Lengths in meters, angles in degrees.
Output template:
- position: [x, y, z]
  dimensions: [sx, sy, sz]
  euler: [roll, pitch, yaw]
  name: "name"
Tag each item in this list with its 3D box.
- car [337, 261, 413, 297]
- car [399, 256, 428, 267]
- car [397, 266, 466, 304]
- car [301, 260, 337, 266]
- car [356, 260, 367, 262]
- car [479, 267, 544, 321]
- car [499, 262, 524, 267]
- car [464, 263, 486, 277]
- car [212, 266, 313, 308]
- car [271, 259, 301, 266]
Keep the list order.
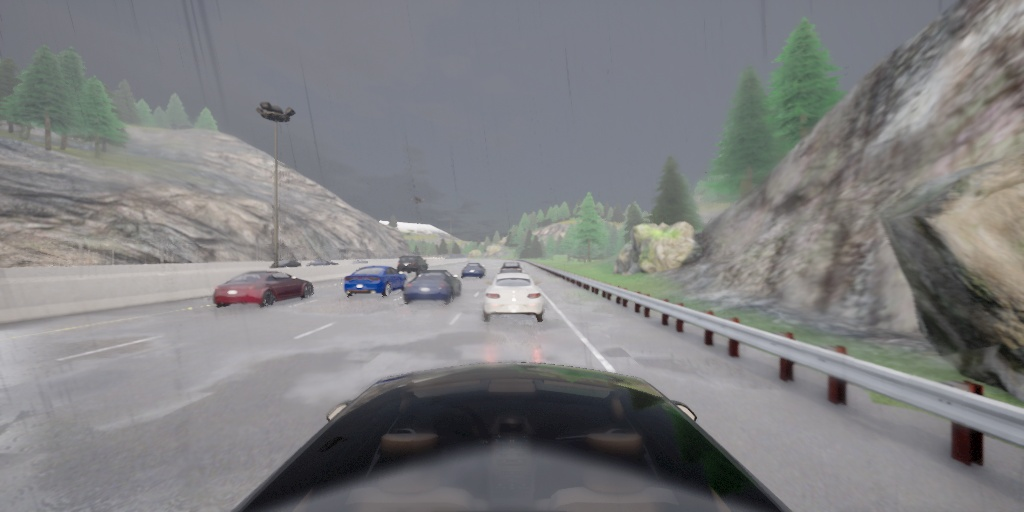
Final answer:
- position: [-6.990, 1.234, 18.899]
  dimensions: [1.882, 1.535, 5.008]
  euler: [0, 0, 0]
  name: "car"
- position: [-10.600, 0.979, 38.534]
  dimensions: [2.150, 2.045, 5.566]
  euler: [0, 0, 0]
  name: "car"
- position: [-3.479, 1.316, 16.388]
  dimensions: [1.994, 1.385, 4.181]
  euler: [0, 0, 0]
  name: "car"
- position: [-24.825, 1.324, 47.185]
  dimensions: [2.033, 1.411, 5.357]
  euler: [0, 0, 0]
  name: "car"
- position: [-21.333, 1.319, 50.022]
  dimensions: [2.033, 1.411, 5.357]
  euler: [0, 0, 0]
  name: "car"
- position: [0.040, 1.274, 12.342]
  dimensions: [1.812, 1.442, 4.674]
  euler: [0, 0, 0]
  name: "car"
- position: [-0.056, 1.236, 30.118]
  dimensions: [2.128, 1.511, 4.902]
  euler: [0, 0, 0]
  name: "car"
- position: [-3.572, 1.313, 33.812]
  dimensions: [1.994, 1.385, 4.181]
  euler: [0, 0, 0]
  name: "car"
- position: [-10.475, 1.326, 15.450]
  dimensions: [1.994, 1.385, 4.181]
  euler: [0, 0, 0]
  name: "car"
- position: [-31.825, 1.264, 50.682]
  dimensions: [1.882, 1.535, 5.008]
  euler: [0, 0, 0]
  name: "car"
